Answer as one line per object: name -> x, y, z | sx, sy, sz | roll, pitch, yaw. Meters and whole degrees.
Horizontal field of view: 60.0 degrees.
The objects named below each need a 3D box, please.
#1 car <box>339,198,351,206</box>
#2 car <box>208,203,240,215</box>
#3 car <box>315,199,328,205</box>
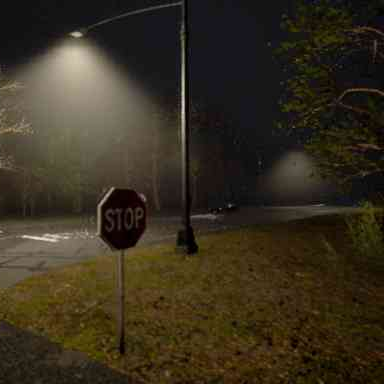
car -> 31.546, 2.020, 68.537 | 1.882, 1.535, 5.008 | -1, -1, 29
car -> 3.932, 2.026, 40.281 | 1.895, 1.301, 4.718 | -1, -1, 36
car -> 29.124, 2.215, 74.934 | 1.895, 1.301, 4.718 | -1, -1, 36
